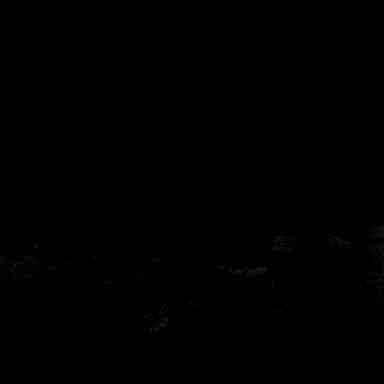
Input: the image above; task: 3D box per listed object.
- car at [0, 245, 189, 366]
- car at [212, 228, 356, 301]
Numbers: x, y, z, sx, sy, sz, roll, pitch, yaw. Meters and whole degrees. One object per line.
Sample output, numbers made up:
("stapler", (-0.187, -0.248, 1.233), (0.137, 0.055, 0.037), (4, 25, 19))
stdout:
("car", (-2.050, 1.566, 5.075), (4.313, 1.339, 1.947), (0, 0, -35))
("car", (2.430, 1.582, 8.269), (4.206, 1.307, 1.802), (0, 0, -35))
